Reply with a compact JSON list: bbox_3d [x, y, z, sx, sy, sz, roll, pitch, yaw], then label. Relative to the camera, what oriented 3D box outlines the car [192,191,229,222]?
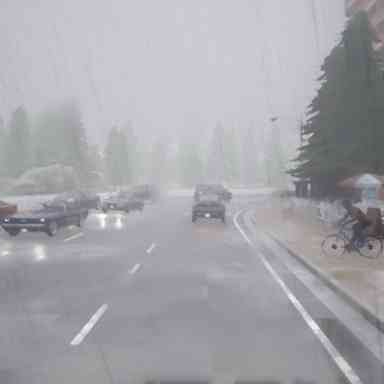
[{"bbox_3d":[1.104,0.909,20.019,1.837,1.490,4.892,0,2,6],"label":"car"}]

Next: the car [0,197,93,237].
[{"bbox_3d":[-6.453,1.129,15.228,1.895,1.301,4.718,0,2,3],"label":"car"}]

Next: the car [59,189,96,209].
[{"bbox_3d":[-8.734,0.585,25.007,2.097,1.767,4.553,1,2,13],"label":"car"}]

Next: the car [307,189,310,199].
[{"bbox_3d":[17.408,0.179,45.494,4.902,1.511,2.128,-1,2,-33],"label":"car"}]

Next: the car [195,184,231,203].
[{"bbox_3d":[2.199,0.200,34.548,2.150,2.045,5.566,1,2,29],"label":"car"}]

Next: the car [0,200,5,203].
[{"bbox_3d":[-9.934,1.006,14.948,1.882,1.535,5.008,0,2,4],"label":"car"}]

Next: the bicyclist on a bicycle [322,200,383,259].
[{"bbox_3d":[4.364,1.038,9.050,1.656,1.620,0.582,0,2,2],"label":"bicyclist on a bicycle"}]

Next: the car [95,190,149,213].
[{"bbox_3d":[-5.158,0.800,25.182,1.994,1.385,4.181,1,2,13],"label":"car"}]

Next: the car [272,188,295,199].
[{"bbox_3d":[13.463,0.125,47.021,4.902,1.511,2.128,-1,2,-37],"label":"car"}]

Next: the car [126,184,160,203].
[{"bbox_3d":[-5.507,0.163,35.094,2.150,2.045,5.566,1,2,25],"label":"car"}]
